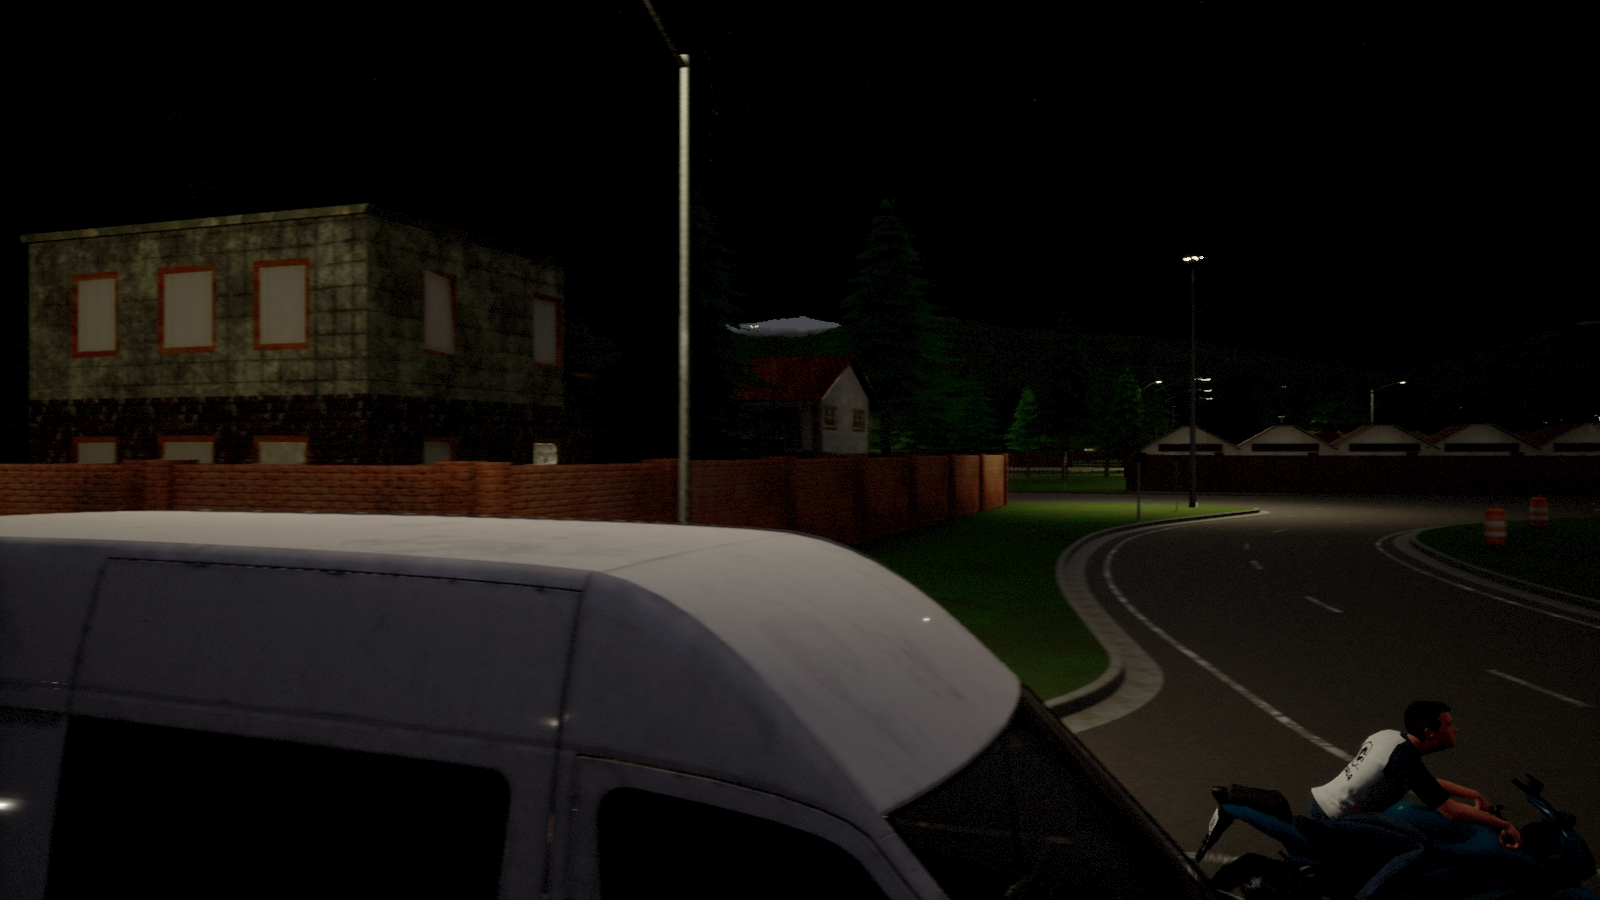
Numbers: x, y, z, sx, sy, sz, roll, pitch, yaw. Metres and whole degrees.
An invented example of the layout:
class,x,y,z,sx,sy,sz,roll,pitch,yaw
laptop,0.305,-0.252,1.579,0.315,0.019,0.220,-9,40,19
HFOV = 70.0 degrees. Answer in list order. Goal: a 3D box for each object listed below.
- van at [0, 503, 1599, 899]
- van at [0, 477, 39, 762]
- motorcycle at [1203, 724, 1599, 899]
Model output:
class,x,y,z,sx,sy,sz,roll,pitch,yaw
van,-0.749,1.534,3.573,5.915,2.561,1.988,0,0,20
van,-10.219,1.534,10.736,5.915,2.561,1.988,0,0,20
motorcycle,3.155,2.186,5.873,2.033,1.199,0.803,0,0,20
